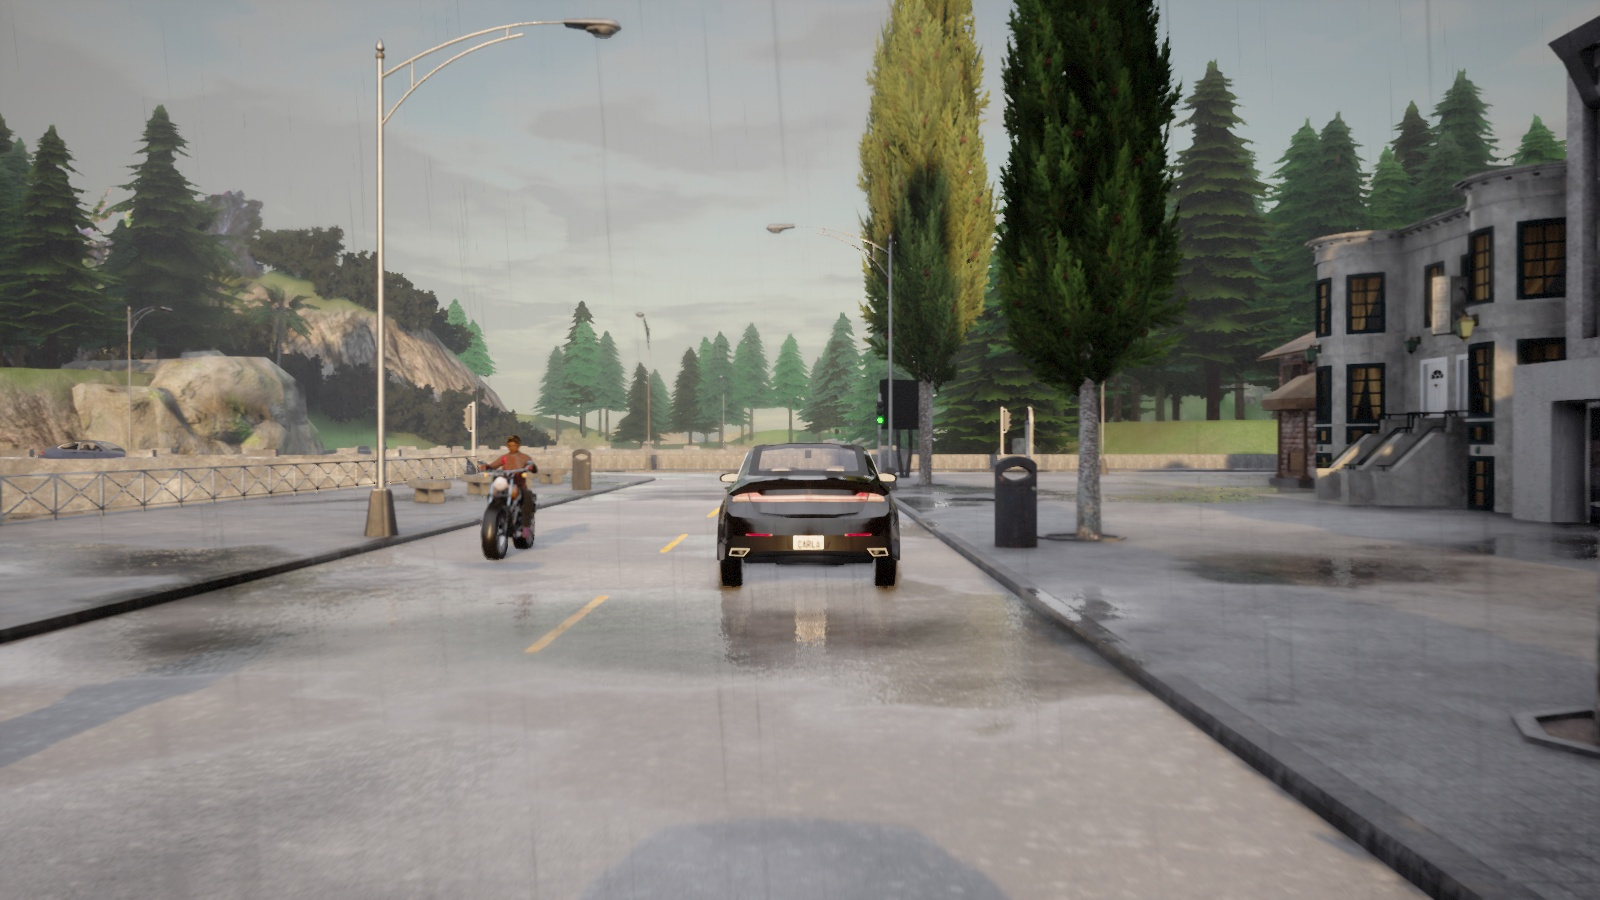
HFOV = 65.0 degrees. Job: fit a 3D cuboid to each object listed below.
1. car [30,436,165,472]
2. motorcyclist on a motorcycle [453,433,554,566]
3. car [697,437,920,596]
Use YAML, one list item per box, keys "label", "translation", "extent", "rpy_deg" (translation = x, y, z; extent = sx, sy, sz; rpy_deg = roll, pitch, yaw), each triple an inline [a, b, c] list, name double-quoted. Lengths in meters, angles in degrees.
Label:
- label: "car"
  translation: [-32.303, 0.173, 57.873]
  extent: [5.027, 1.651, 2.152]
  rpy_deg: [0, 0, 0]
- label: "motorcyclist on a motorcycle"
  translation: [-3.893, 0.600, 16.687]
  extent: [0.766, 1.649, 2.350]
  rpy_deg: [0, 0, 0]
- label: "car"
  translation: [0.095, 0.621, 14.412]
  extent: [2.128, 1.511, 4.902]
  rpy_deg: [0, 0, 0]
